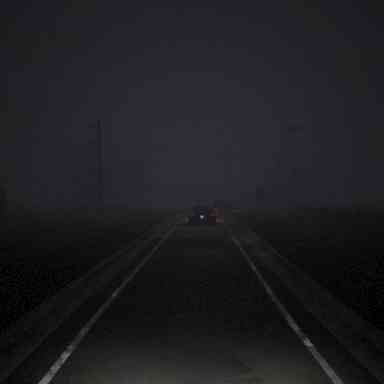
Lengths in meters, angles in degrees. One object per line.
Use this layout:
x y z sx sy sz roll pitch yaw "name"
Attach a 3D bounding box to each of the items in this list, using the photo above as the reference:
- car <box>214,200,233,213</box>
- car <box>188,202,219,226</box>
3.697 1.714 40.422 1.837 1.490 4.892 0 -2 20 "car"
0.761 1.695 24.771 1.994 1.385 4.181 0 0 2 "car"
